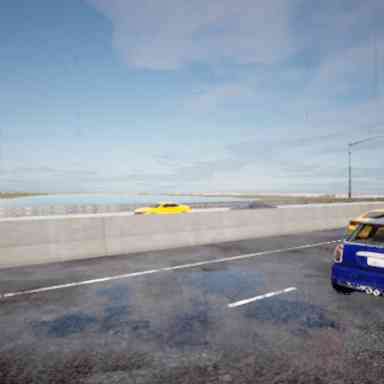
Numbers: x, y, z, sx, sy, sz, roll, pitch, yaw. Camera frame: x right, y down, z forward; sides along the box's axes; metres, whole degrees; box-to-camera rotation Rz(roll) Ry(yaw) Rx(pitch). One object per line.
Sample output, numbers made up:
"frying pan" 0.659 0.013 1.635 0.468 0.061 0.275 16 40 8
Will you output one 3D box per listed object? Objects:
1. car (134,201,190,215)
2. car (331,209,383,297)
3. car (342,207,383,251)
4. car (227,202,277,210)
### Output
"car" -2.470 1.579 28.264 5.008 1.535 1.882 0 0 -36
"car" 5.219 1.353 7.608 4.553 1.767 2.097 0 0 -36
"car" 8.877 1.482 14.635 5.008 1.535 1.882 0 0 -36
"car" 5.340 1.615 29.640 5.357 1.411 2.033 0 0 -36
